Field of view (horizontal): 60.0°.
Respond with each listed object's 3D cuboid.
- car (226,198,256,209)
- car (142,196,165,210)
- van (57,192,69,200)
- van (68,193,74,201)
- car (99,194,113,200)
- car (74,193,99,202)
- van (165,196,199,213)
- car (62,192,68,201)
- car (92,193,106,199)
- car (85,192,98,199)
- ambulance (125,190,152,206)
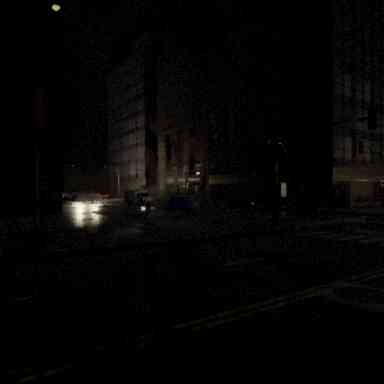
[{"bbox_3d":[6.098,1.400,41.304,1.947,1.339,4.313,-1,1,-35],"label":"car"},{"bbox_3d":[-4.123,1.492,40.998,1.802,1.307,4.206,-1,1,-35],"label":"car"},{"bbox_3d":[-30.199,0.966,77.903,1.690,1.788,3.998,0,1,-35],"label":"van"},{"bbox_3d":[-23.681,1.043,68.677,1.690,1.788,3.998,0,1,-35],"label":"van"},{"bbox_3d":[-19.979,1.139,78.213,1.802,1.307,4.206,0,1,-35],"label":"car"},{"bbox_3d":[-20.421,1.055,64.063,2.192,1.841,5.009,0,1,-35],"label":"car"},{"bbox_3d":[-0.865,1.281,36.383,1.690,1.788,3.998,-1,1,-35],"label":"van"},{"bbox_3d":[-26.939,1.208,73.292,1.887,1.381,4.507,0,1,-35],"label":"car"},{"bbox_3d":[-23.239,1.069,82.826,2.008,1.369,4.403,0,1,-35],"label":"car"},{"bbox_3d":[-26.499,0.920,87.438,1.967,1.590,4.097,0,1,-35],"label":"car"},{"bbox_3d":[-8.248,0.839,51.769,2.351,2.431,6.366,-1,1,-35],"label":"ambulance"}]
